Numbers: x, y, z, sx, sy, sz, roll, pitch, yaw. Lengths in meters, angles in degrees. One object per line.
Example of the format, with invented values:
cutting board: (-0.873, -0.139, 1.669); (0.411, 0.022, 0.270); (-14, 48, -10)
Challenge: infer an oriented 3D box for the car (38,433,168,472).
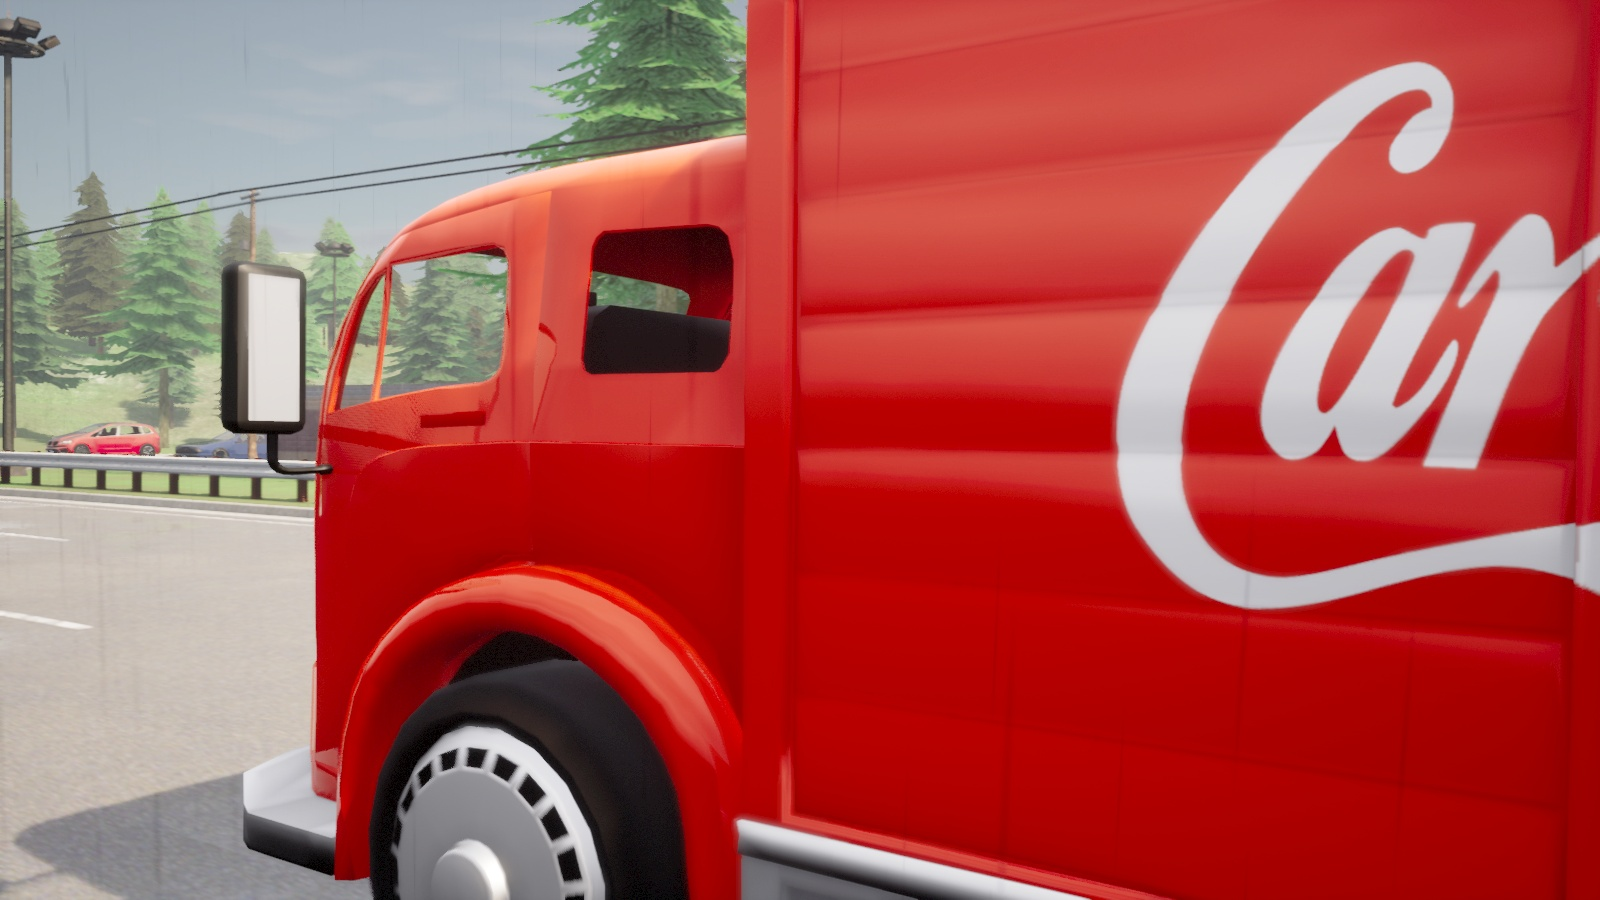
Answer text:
car: (-31.562, 0.083, 56.979); (2.242, 1.667, 4.611); (0, 1, 34)

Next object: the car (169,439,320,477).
car: (-22.650, 0.281, 51.413); (2.033, 1.411, 5.357); (0, 1, 34)

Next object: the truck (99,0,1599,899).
truck: (1.119, 0.195, 2.871); (5.204, 2.467, 2.627); (0, 1, 34)
